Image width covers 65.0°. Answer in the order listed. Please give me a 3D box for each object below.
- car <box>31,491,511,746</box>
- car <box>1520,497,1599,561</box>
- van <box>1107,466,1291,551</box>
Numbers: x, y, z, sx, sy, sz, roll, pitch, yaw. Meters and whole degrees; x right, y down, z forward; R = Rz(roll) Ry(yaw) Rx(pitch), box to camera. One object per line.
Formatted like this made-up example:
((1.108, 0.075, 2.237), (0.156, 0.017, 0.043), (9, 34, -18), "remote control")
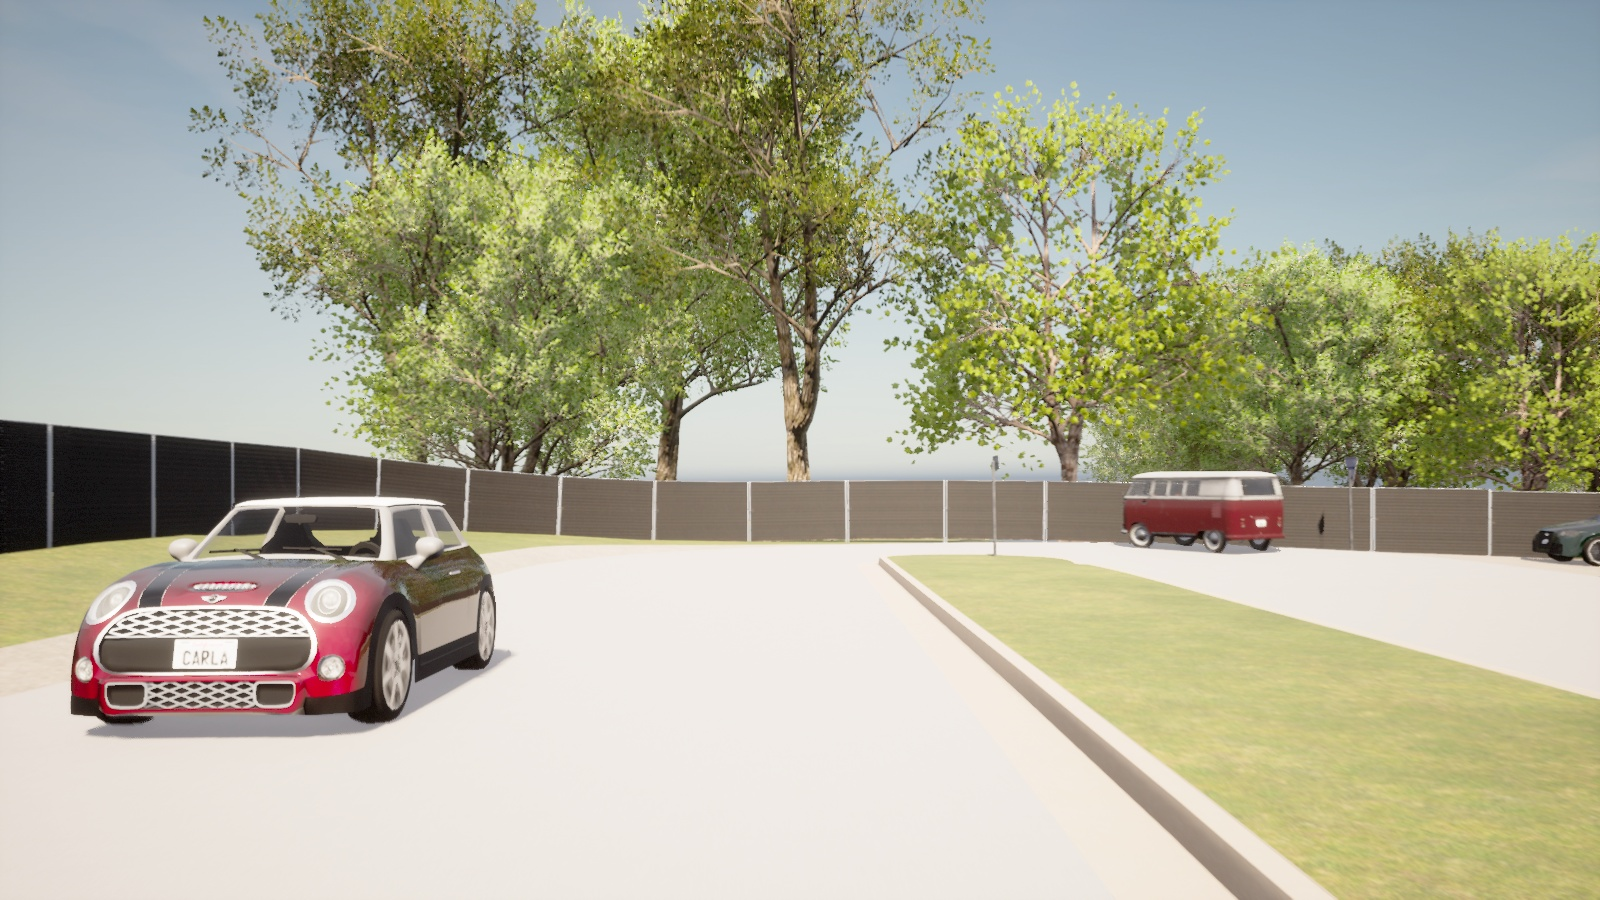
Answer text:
((-3.574, 1.072, 9.351), (1.970, 1.475, 3.806), (-1, -2, 0), "car")
((19.426, 1.853, 29.223), (4.181, 1.385, 1.994), (1, -1, 9), "car")
((10.014, 1.451, 31.876), (1.775, 1.987, 4.442), (0, -2, -27), "van")
